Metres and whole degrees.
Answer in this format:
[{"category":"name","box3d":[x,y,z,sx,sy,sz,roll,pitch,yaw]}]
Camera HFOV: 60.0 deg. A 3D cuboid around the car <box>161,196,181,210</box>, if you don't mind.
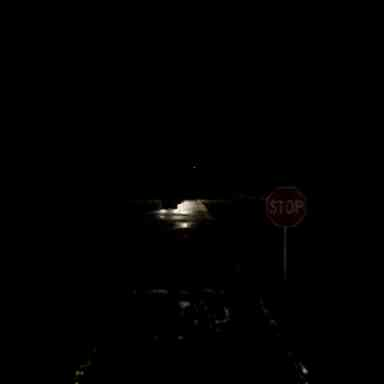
[{"category":"car","box3d":[-2.717,1.378,41.355,1.882,1.535,5.008,0,2,0]}]
